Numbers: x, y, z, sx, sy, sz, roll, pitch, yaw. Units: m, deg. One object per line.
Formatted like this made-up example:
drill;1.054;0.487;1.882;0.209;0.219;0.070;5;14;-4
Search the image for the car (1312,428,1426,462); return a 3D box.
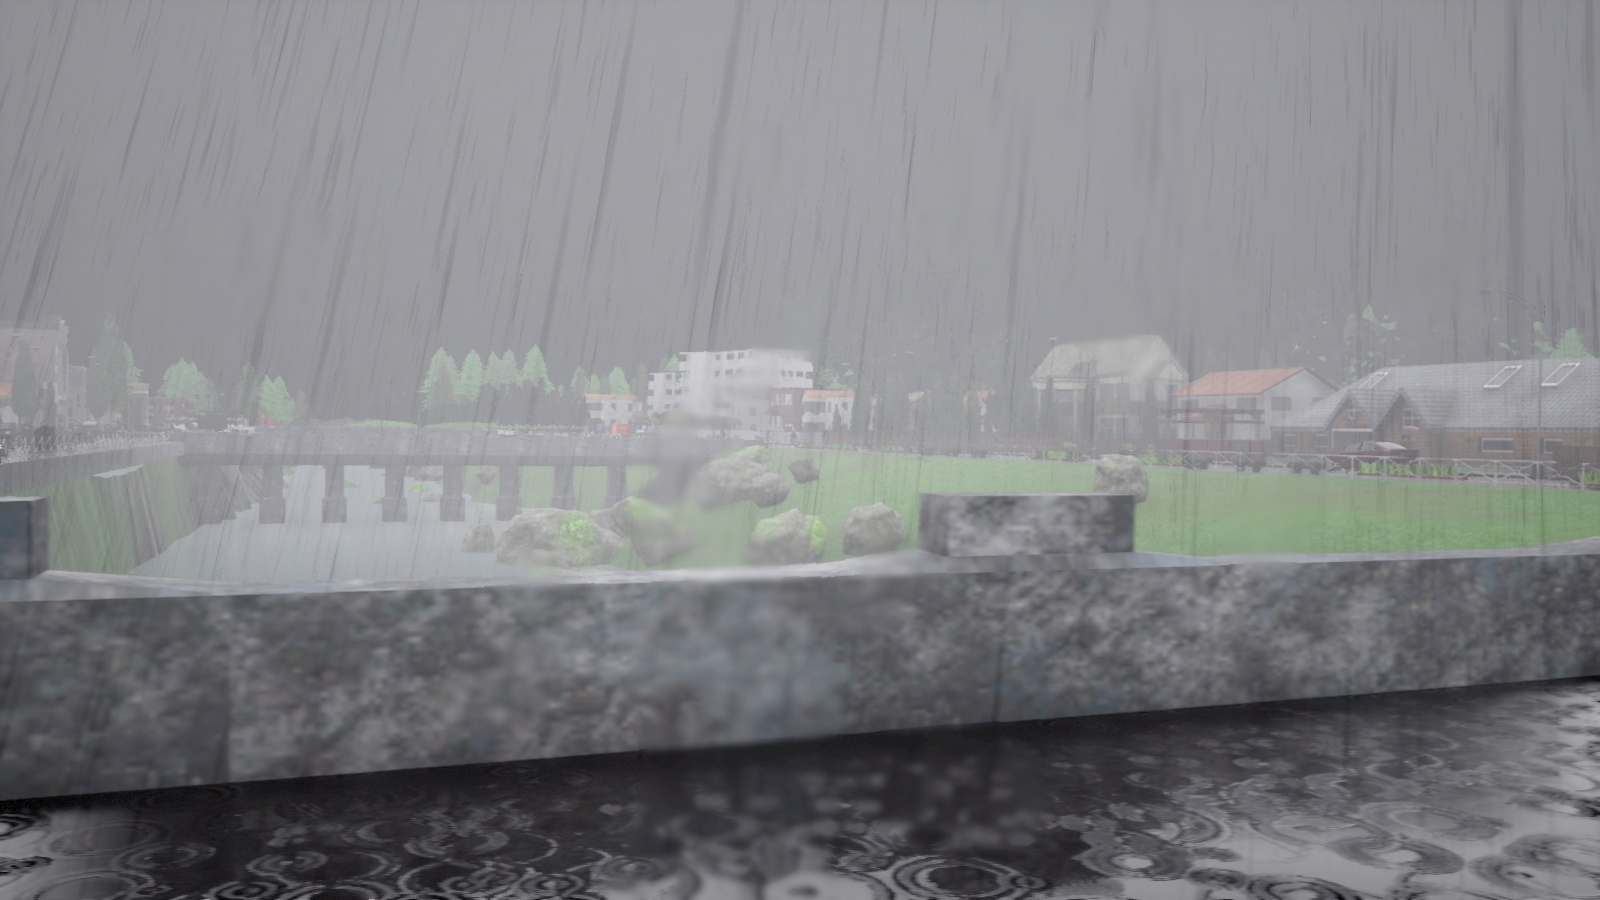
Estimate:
car;26.565;-0.261;58.812;1.882;1.535;5.008;-1;1;-21
